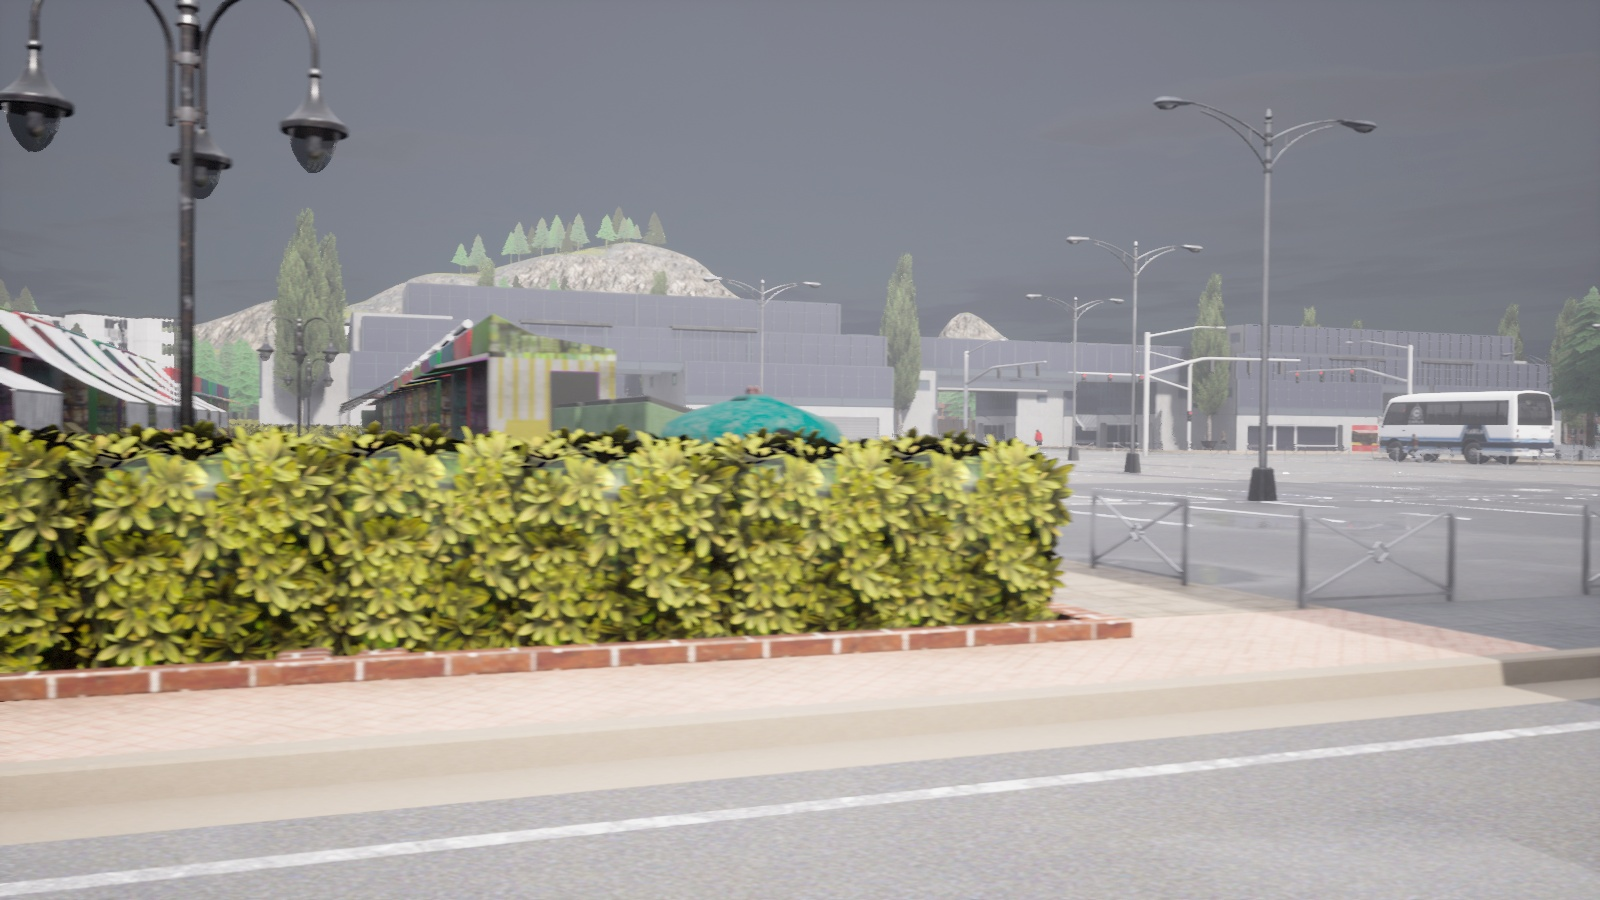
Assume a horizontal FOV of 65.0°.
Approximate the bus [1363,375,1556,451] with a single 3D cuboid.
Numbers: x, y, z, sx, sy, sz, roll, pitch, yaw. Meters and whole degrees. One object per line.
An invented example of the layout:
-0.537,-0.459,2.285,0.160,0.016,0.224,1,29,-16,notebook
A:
39.554,-2.186,75.929,3.944,4.253,10.273,-1,1,-21,bus
